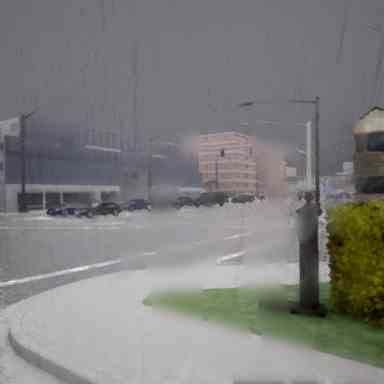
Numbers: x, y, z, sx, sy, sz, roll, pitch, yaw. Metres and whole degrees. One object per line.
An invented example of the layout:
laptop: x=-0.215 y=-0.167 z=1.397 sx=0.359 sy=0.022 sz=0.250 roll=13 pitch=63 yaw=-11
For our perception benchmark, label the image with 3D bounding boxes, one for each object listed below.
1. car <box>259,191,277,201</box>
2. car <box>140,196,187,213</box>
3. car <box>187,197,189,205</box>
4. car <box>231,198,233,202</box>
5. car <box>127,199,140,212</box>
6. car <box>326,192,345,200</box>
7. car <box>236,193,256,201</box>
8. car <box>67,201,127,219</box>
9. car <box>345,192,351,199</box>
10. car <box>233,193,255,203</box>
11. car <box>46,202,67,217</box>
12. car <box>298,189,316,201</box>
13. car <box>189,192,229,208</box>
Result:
car: x=14.292 y=0.645 z=62.279 sx=2.097 sy=1.767 sz=4.553 roll=0 pitch=1 yaw=35
car: x=-3.130 y=1.456 z=37.582 sx=2.128 sy=1.511 sz=4.902 roll=0 pitch=1 yaw=35
car: x=-1.468 y=1.360 z=46.040 sx=1.812 sy=1.442 sz=4.674 roll=0 pitch=1 yaw=35
car: x=4.242 y=0.926 z=54.166 sx=2.097 sy=1.767 sz=4.553 roll=0 pitch=2 yaw=35
car: x=-6.559 y=1.516 z=38.789 sx=1.812 sy=1.442 sz=4.674 roll=0 pitch=1 yaw=35
car: x=25.562 y=0.821 z=59.863 sx=1.895 sy=1.301 sz=4.718 roll=0 pitch=0 yaw=35
car: x=10.149 y=0.860 z=62.459 sx=1.812 sy=1.442 sz=4.674 roll=0 pitch=1 yaw=35
car: x=-8.442 y=1.552 z=30.014 sx=1.812 sy=1.442 sz=4.674 roll=0 pitch=0 yaw=35
car: x=31.199 y=0.742 z=68.075 sx=1.837 sy=1.490 sz=4.892 roll=0 pitch=-1 yaw=35
car: x=8.322 y=1.052 z=53.882 sx=2.033 sy=1.411 sz=5.357 roll=0 pitch=1 yaw=35
car: x=-11.579 y=1.604 z=31.633 sx=1.994 sy=1.385 sz=4.181 roll=0 pitch=0 yaw=35
car: x=20.578 y=0.482 z=58.853 sx=2.150 sy=2.045 sz=5.566 roll=0 pitch=1 yaw=35
car: x=2.418 y=1.006 z=45.492 sx=2.150 sy=2.045 sz=5.566 roll=0 pitch=1 yaw=35
